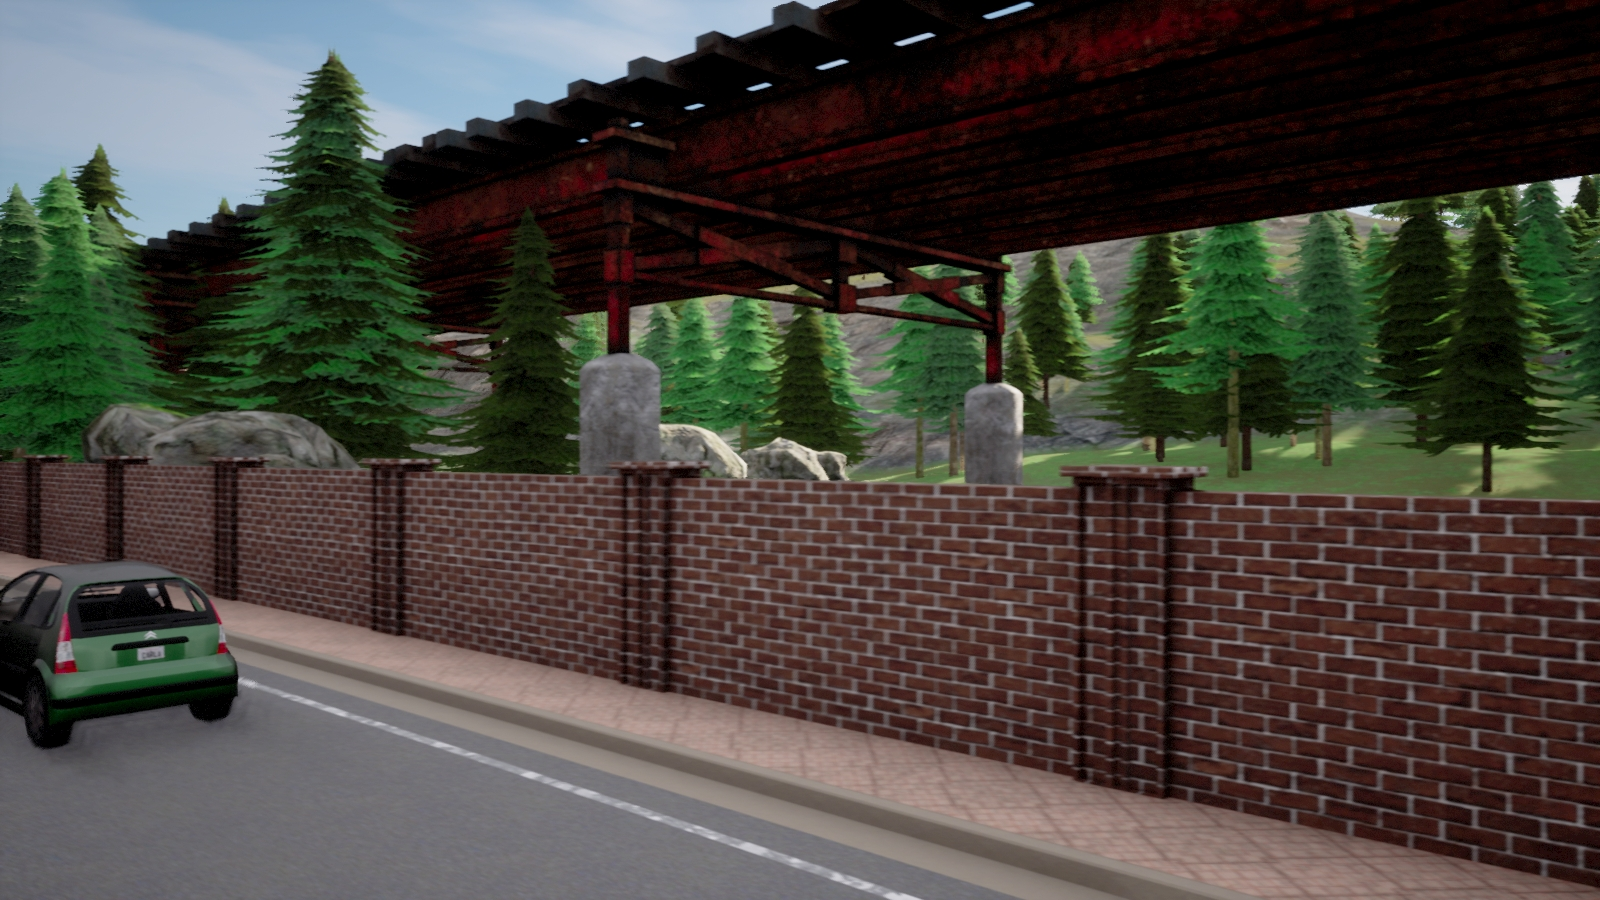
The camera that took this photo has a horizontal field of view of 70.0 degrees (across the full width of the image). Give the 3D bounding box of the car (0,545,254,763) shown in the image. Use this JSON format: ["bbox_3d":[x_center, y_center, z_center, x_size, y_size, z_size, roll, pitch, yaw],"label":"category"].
[{"bbox_3d":[-7.669,1.998,12.267,3.988,1.617,1.851,0,0,42],"label":"car"}]
